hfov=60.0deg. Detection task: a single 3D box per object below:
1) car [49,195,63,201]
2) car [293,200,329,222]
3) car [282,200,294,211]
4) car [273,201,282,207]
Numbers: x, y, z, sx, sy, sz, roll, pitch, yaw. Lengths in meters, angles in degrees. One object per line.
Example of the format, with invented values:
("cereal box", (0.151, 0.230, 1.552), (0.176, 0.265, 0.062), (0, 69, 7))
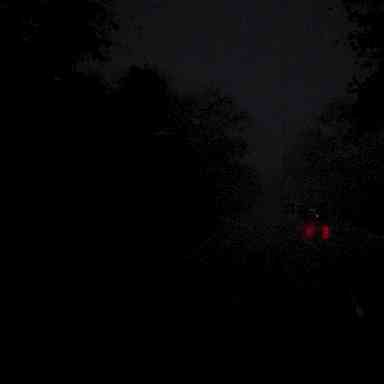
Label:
("car", (-34.513, 1.737, 87.725), (5.566, 2.045, 2.435), (1, -1, 12))
("car", (9.683, 1.563, 26.686), (2.128, 1.511, 4.902), (1, 0, 12))
("car", (13.799, 1.803, 45.334), (1.882, 1.535, 5.008), (1, -1, 12))
("car", (21.099, 2.803, 80.455), (1.882, 1.535, 5.008), (1, -2, -1))
